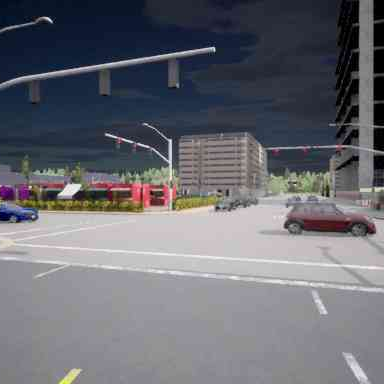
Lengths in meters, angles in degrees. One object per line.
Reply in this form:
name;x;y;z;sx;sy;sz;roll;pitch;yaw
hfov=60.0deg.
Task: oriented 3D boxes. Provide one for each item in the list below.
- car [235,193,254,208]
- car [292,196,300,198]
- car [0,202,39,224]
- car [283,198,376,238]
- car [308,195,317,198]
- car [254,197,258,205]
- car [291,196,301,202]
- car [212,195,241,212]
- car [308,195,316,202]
car;7.239;1.221;49.113;2.150;2.045;5.566;0;0;18
car;15.916;1.564;52.373;1.994;1.385;4.181;0;0;19
car;-13.968;1.533;25.163;5.008;1.535;1.882;0;0;19
car;7.271;1.385;17.877;4.553;1.767;2.097;0;0;19
car;24.684;1.541;67.785;2.033;1.411;5.357;0;0;19
car;10.455;1.564;58.643;1.994;1.385;4.181;0;0;19
car;24.501;1.552;78.314;1.994;1.385;4.181;0;0;19
car;4.090;1.491;39.726;2.128;1.511;4.902;0;0;19
car;27.967;1.524;77.643;1.812;1.442;4.674;0;0;19
